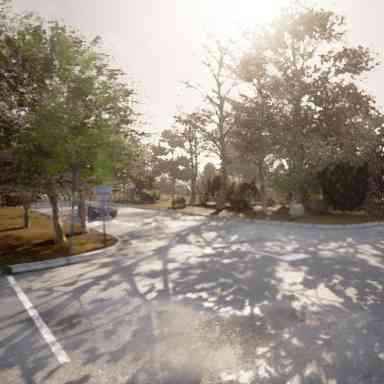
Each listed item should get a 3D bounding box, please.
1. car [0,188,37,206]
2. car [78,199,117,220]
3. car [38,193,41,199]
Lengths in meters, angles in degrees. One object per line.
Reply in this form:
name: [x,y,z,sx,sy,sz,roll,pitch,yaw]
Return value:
car: [-22.158,0.588,40.199,5.566,2.045,2.150,1,1,2]
car: [-7.570,1.277,26.281,1.812,1.442,4.674,-4,3,-36]
car: [-22.800,0.462,43.815,5.566,2.045,2.150,0,1,6]
